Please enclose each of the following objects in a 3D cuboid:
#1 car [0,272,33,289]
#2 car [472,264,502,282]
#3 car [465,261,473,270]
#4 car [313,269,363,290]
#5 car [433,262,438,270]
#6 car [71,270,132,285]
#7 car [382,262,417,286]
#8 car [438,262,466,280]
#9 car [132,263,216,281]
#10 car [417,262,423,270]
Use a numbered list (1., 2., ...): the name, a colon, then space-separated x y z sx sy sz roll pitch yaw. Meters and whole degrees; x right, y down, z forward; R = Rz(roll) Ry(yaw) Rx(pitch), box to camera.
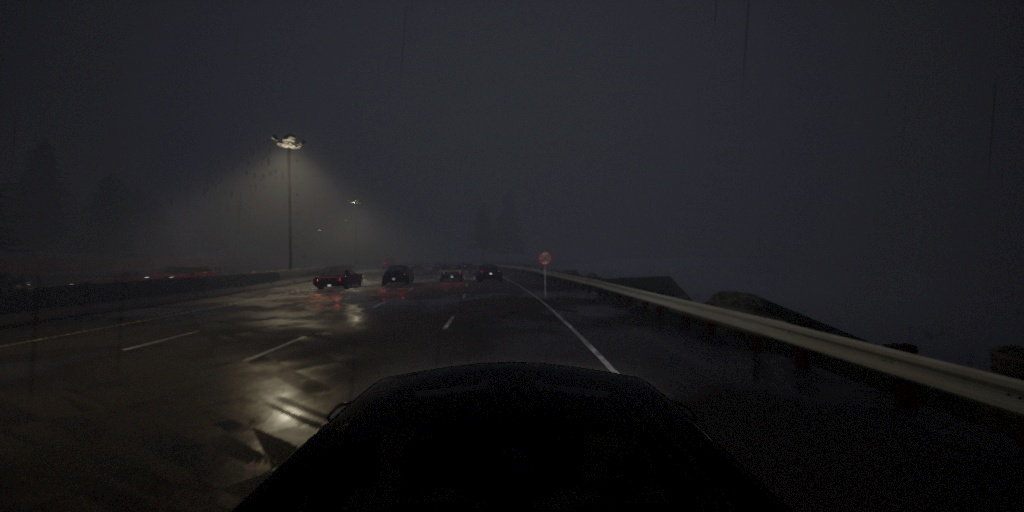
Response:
1. car: -32.907 1.753 21.944 1.837 1.490 4.892 -1 0 -8
2. car: -1.999 1.347 30.069 1.994 1.385 4.181 -1 0 -10
3. car: -6.827 1.459 53.613 1.895 1.301 4.718 -1 0 -17
4. car: -11.610 1.528 24.352 1.895 1.301 4.718 -1 0 -8
5. car: -11.319 1.527 56.256 1.895 1.301 4.718 -1 0 -19
6. car: -26.083 1.671 23.679 1.812 1.442 4.674 -1 0 -8
7. car: -8.580 1.408 27.137 1.812 1.442 4.674 0 0 -9
8. car: -5.443 1.436 32.131 1.895 1.301 4.718 -1 0 -11
9. car: -22.705 1.446 24.665 2.097 1.767 4.553 -1 0 -8
10. car: -15.906 1.597 58.939 1.895 1.301 4.718 -1 0 -21
